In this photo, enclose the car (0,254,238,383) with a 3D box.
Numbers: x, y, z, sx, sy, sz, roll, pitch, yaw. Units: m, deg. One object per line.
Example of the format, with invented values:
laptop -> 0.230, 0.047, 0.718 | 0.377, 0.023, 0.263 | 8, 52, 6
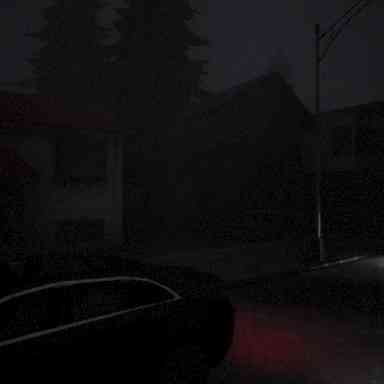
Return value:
car -> -1.738, 1.492, 3.363 | 4.902, 1.511, 2.128 | 0, 0, -36
